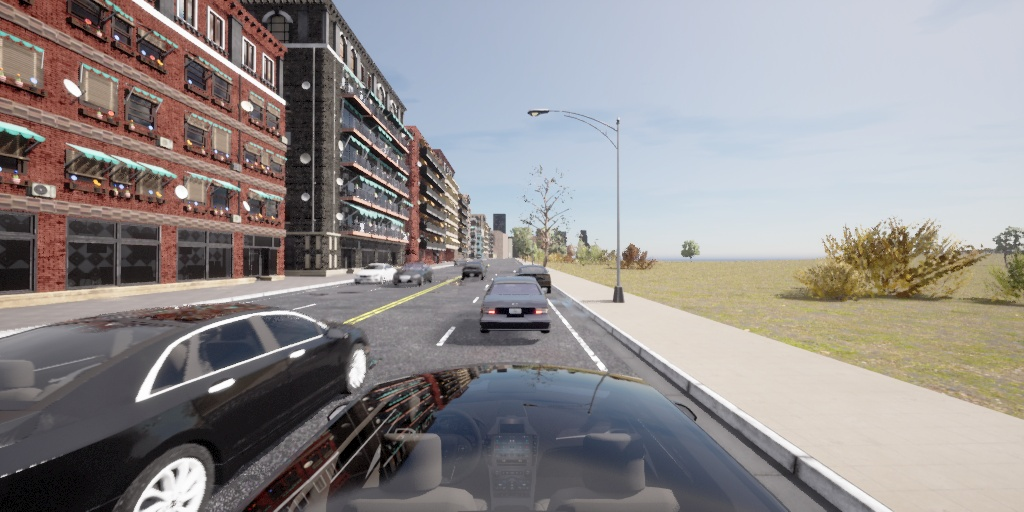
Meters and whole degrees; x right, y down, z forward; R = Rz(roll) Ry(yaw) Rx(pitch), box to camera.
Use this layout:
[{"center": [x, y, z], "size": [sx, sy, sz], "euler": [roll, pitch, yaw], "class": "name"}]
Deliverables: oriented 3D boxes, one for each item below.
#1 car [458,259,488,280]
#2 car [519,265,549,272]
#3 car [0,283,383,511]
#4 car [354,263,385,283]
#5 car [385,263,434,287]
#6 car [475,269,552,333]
[{"center": [-3.189, 1.255, 30.933], "size": [1.837, 1.490, 4.892], "euler": [0, -1, 0], "class": "car"}, {"center": [1.112, 1.230, 20.428], "size": [1.882, 1.535, 5.008], "euler": [0, 0, 0], "class": "car"}, {"center": [-3.154, 1.255, 3.758], "size": [1.837, 1.490, 4.892], "euler": [0, 0, 0], "class": "car"}, {"center": [-9.870, 1.278, 26.316], "size": [1.812, 1.442, 4.674], "euler": [0, 0, 0], "class": "car"}, {"center": [-6.632, 1.243, 24.558], "size": [2.128, 1.511, 4.902], "euler": [0, 0, 0], "class": "car"}, {"center": [0.090, 1.299, 10.664], "size": [2.033, 1.411, 5.357], "euler": [0, 0, 0], "class": "car"}]
